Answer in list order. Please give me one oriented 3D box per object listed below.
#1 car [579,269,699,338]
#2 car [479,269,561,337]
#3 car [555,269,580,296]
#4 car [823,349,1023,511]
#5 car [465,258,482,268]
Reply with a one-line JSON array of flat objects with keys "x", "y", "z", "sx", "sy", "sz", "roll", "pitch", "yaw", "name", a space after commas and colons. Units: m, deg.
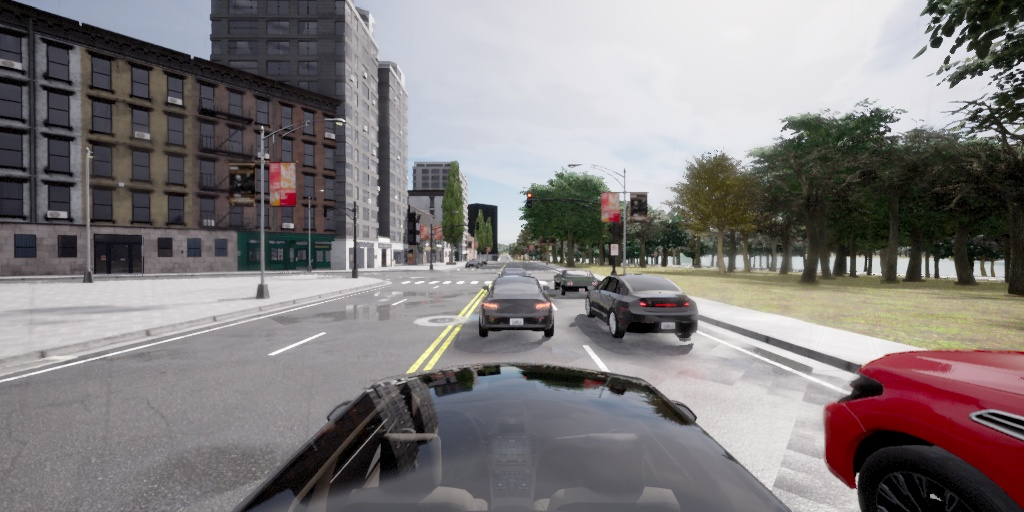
[{"x": 3.360, "y": 1.253, "z": 10.127, "sx": 1.837, "sy": 1.490, "sz": 4.892, "roll": 0, "pitch": 0, "yaw": 0, "name": "car"}, {"x": 0.114, "y": 1.274, "z": 10.163, "sx": 1.812, "sy": 1.442, "sz": 4.674, "roll": 0, "pitch": 0, "yaw": 0, "name": "car"}, {"x": 3.374, "y": 1.347, "z": 19.440, "sx": 1.895, "sy": 1.301, "sz": 4.718, "roll": 0, "pitch": 0, "yaw": 0, "name": "car"}, {"x": 3.348, "y": 0.971, "z": 0.208, "sx": 2.150, "sy": 2.045, "sz": 5.566, "roll": 0, "pitch": 0, "yaw": 0, "name": "car"}, {"x": -6.502, "y": 1.297, "z": 59.173, "sx": 1.994, "sy": 1.385, "sz": 4.181, "roll": 0, "pitch": 0, "yaw": 0, "name": "car"}]
